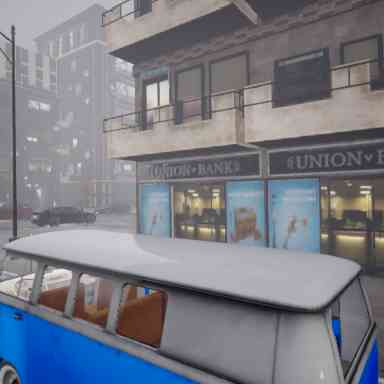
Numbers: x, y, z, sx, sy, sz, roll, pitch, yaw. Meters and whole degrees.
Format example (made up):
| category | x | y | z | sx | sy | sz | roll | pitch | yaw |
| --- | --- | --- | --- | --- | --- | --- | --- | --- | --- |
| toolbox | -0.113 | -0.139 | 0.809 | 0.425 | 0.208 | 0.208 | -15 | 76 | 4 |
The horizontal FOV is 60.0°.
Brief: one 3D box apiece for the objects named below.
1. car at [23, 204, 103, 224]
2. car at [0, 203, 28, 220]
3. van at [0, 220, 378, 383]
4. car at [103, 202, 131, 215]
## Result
| category | x | y | z | sx | sy | sz | roll | pitch | yaw |
| --- | --- | --- | --- | --- | --- | --- | --- | --- | --- |
| car | -8.518 | 1.583 | 22.334 | 1.947 | 1.339 | 4.313 | -2 | -1 | 36 |
| car | -15.270 | 1.608 | 27.301 | 1.967 | 1.590 | 4.097 | -2 | -1 | 36 |
| van | -0.422 | 1.342 | 3.162 | 3.998 | 1.788 | 1.690 | 0 | -1 | 36 |
| car | -8.591 | 1.797 | 36.385 | 1.947 | 1.339 | 4.313 | -2 | -1 | 36 |
